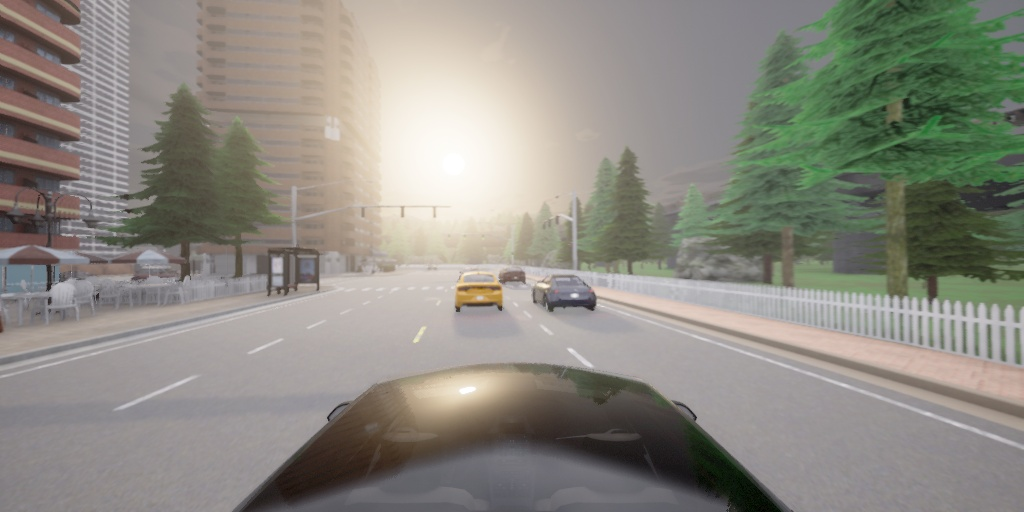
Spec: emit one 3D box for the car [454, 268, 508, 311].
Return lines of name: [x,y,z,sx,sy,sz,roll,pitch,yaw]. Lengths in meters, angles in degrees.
car: [-1.490,1.427,15.753,1.882,1.535,5.008,-1,0,-7]

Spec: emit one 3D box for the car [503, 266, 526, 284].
car: [-0.019,1.611,31.107,1.882,1.535,5.008,-1,0,-7]

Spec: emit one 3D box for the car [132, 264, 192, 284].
car: [-35.149,1.998,36.200,4.553,1.767,2.097,0,-1,-7]

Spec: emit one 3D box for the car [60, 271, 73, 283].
car: [-49.991,2.398,37.763,4.181,1.385,1.994,-1,-1,-8]

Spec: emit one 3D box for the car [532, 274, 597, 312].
car: [2.091,1.468,15.334,1.994,1.385,4.181,-1,-1,-7]
